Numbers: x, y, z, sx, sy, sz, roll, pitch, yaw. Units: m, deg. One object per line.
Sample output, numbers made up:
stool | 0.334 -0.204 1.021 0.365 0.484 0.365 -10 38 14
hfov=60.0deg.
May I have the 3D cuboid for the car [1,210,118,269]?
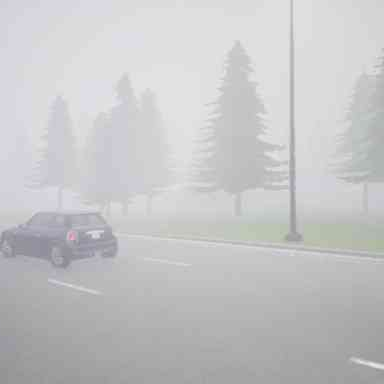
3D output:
car | -4.746 1.421 11.677 4.553 1.767 2.097 -1 0 36
